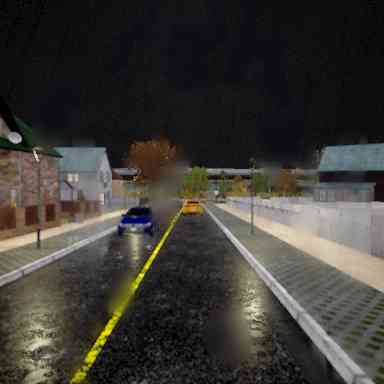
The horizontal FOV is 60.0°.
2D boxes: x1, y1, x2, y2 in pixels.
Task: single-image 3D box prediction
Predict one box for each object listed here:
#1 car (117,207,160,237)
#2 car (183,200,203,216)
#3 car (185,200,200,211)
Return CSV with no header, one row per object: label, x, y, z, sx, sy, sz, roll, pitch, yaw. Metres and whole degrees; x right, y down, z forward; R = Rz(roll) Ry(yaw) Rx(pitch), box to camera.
car,-2.846,1.570,18.546,1.812,1.442,4.674,0,0,0
car,0.103,1.565,33.945,1.882,1.535,5.008,0,0,0
car,0.103,1.725,44.490,1.895,1.301,4.718,0,0,0
